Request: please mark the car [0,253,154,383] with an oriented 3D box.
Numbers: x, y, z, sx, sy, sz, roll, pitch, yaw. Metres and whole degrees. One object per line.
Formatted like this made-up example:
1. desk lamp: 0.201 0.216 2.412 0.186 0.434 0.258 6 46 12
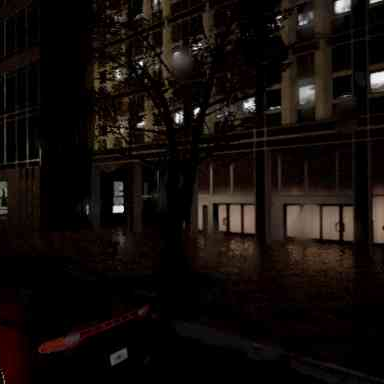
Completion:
1. car: -2.567 1.552 4.700 4.507 1.381 1.887 0 -1 35
